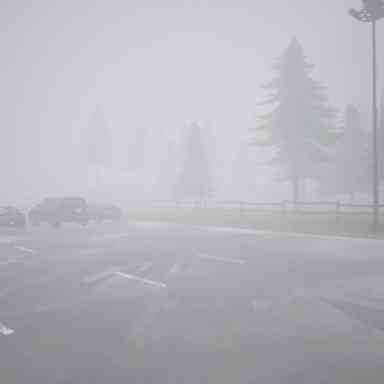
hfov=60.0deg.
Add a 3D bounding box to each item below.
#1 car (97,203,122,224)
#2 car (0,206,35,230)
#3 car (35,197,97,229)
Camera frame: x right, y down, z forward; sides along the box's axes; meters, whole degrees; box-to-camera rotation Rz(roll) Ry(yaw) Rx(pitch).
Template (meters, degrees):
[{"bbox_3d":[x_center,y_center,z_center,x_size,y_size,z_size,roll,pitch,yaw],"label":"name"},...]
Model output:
[{"bbox_3d":[-7.485,1.606,26.166,4.902,1.511,2.128,-1,0,42],"label":"car"},{"bbox_3d":[-12.190,1.645,20.984,4.902,1.511,2.128,-1,0,42],"label":"car"},{"bbox_3d":[-9.244,1.349,23.035,5.566,2.045,2.150,-1,0,42],"label":"car"}]
